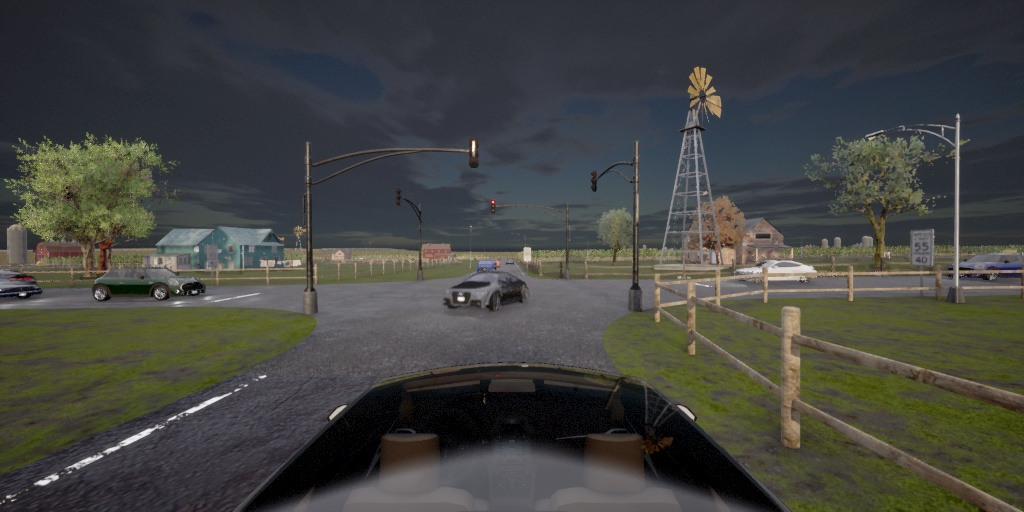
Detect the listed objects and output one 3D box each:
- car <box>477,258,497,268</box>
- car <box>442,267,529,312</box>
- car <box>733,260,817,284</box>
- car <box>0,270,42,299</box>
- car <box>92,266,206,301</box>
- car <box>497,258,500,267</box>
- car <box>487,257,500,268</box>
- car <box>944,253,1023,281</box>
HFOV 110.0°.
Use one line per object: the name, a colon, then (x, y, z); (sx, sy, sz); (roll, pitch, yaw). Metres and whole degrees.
car: (-3.049, 1.222, 41.974); (1.882, 1.535, 5.008); (0, 0, -1)
car: (-0.907, 1.316, 14.267); (1.994, 1.385, 4.181); (-1, -1, 26)
car: (16.783, 0.990, 22.971); (4.674, 1.442, 1.812); (-1, 1, 0)
car: (-28.695, 1.697, 19.056); (5.357, 1.411, 2.033); (-1, 1, 0)
car: (-19.177, 1.372, 19.100); (4.553, 1.767, 2.097); (-1, 1, 0)
car: (-3.120, 1.293, 51.878); (2.033, 1.411, 5.357); (0, 0, -1)
car: (-3.167, 1.099, 61.911); (2.097, 1.767, 4.553); (0, 0, 0)
car: (30.885, 0.630, 23.029); (4.553, 1.767, 2.097); (-1, 1, 0)
